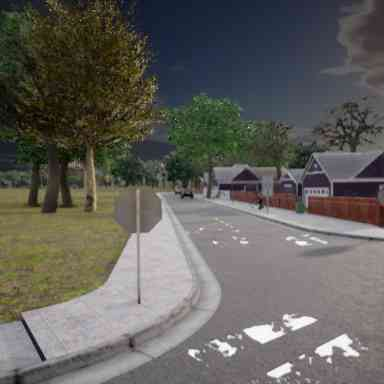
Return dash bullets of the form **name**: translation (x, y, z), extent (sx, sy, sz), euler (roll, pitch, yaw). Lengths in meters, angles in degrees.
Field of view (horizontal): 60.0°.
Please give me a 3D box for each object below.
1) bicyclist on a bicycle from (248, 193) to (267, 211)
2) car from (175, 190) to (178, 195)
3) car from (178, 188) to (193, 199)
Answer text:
- **bicyclist on a bicycle**: translation (5.657, 0.872, 28.624), extent (1.656, 1.620, 0.582), euler (-1, 1, -6)
- **car**: translation (-3.580, 0.089, 87.831), extent (1.882, 1.535, 5.008), euler (-1, 1, -6)
- **car**: translation (-0.998, 0.284, 63.216), extent (2.150, 2.045, 5.566), euler (-1, 1, -6)
